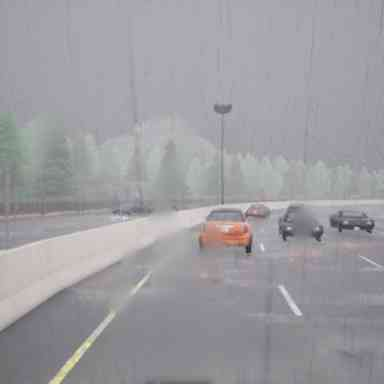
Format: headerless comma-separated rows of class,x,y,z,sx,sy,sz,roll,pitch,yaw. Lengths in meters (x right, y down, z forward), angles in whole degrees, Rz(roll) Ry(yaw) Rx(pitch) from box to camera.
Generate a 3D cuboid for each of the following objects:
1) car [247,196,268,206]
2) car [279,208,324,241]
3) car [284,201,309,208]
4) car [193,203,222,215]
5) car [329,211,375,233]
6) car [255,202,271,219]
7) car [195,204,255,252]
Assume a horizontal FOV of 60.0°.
car,14.322,1.871,72.308,2.150,2.045,5.566,0,-1,40
car,5.685,1.791,17.900,1.895,1.301,4.718,0,-1,12
car,11.072,1.873,34.808,1.837,1.490,4.892,0,-1,23
car,1.928,1.993,40.634,1.895,1.301,4.718,0,-1,24
car,10.122,1.839,21.433,1.895,1.301,4.718,0,-1,15
car,6.696,1.903,33.291,1.994,1.385,4.181,0,-1,21
car,1.608,1.500,14.910,2.097,1.767,4.553,0,-1,9
